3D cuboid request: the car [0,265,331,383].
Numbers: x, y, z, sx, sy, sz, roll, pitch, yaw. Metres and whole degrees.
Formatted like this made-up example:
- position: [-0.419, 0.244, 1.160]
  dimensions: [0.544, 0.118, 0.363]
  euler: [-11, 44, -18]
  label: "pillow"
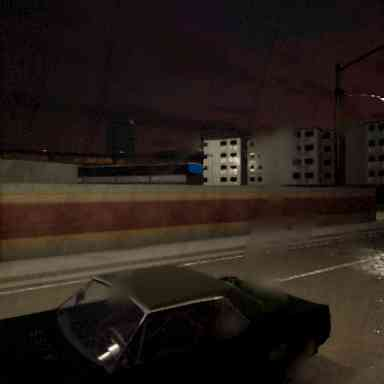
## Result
- position: [-0.677, 1.598, 3.500]
  dimensions: [4.718, 1.301, 1.895]
  euler: [0, 0, -35]
  label: "car"
